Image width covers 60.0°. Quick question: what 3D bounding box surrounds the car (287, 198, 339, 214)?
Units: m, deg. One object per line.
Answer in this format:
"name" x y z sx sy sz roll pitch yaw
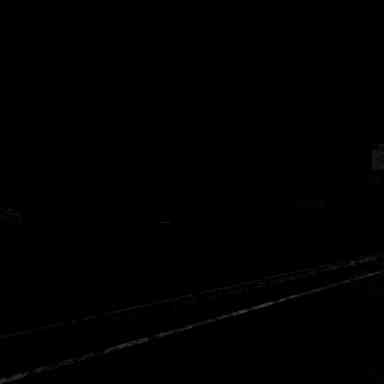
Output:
"car" 12.503 1.441 35.418 2.097 1.535 5.008 0 0 -35

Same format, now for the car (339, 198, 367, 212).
"car" 17.033 1.458 38.657 2.097 1.535 5.008 0 0 -35

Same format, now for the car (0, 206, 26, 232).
"car" -10.701 1.491 18.896 2.002 1.452 4.674 0 0 -35

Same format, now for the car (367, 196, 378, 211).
"car" 19.304 1.513 40.272 2.002 1.452 4.674 0 0 -35

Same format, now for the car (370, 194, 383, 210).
"car" 23.858 1.385 43.478 2.185 1.767 4.553 1 0 -36
